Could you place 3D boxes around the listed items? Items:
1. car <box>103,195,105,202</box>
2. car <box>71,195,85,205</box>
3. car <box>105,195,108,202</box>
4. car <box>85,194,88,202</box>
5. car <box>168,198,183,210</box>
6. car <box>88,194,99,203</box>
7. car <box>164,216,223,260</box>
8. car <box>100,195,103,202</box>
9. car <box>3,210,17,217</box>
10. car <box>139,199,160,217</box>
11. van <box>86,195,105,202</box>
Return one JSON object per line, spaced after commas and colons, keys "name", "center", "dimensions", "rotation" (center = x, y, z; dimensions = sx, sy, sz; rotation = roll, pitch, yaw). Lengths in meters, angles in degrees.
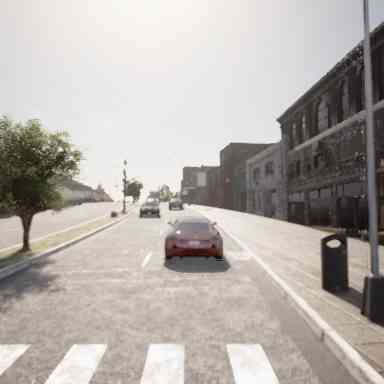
{"name": "car", "center": [-25.160, 1.877, 83.692], "dimensions": [4.674, 1.452, 2.002], "rotation": [1, -2, -29]}
{"name": "car", "center": [-20.640, 1.432, 54.303], "dimensions": [5.008, 1.535, 2.097], "rotation": [0, 0, -28]}
{"name": "car", "center": [-25.588, 1.660, 86.660], "dimensions": [5.566, 2.045, 2.435], "rotation": [1, -2, -29]}
{"name": "car", "center": [-21.087, 1.446, 57.232], "dimensions": [5.008, 1.535, 2.097], "rotation": [0, -1, -29]}
{"name": "car", "center": [-2.277, 1.589, 45.595], "dimensions": [2.128, 1.511, 4.902], "rotation": [1, -1, -7]}
{"name": "car", "center": [-23.338, 1.604, 71.932], "dimensions": [5.008, 1.535, 2.097], "rotation": [0, -1, -29]}
{"name": "car", "center": [0.026, 1.574, 12.431], "dimensions": [1.994, 1.385, 4.181], "rotation": [0, 0, -1]}
{"name": "car", "center": [-24.732, 1.645, 80.742], "dimensions": [4.553, 1.767, 2.185], "rotation": [0, -1, -29]}
{"name": "car", "center": [-17.574, 1.385, 27.894], "dimensions": [4.892, 1.521, 2.231], "rotation": [0, 0, -24]}
{"name": "car", "center": [-3.983, 1.620, 31.956], "dimensions": [1.895, 1.301, 4.718], "rotation": [1, 0, -5]}
{"name": "van", "center": [-25.963, 1.766, 89.639], "dimensions": [4.442, 1.987, 1.878], "rotation": [1, -2, -29]}
